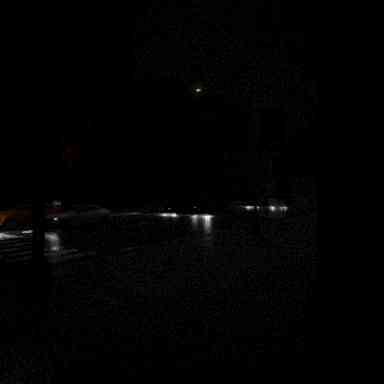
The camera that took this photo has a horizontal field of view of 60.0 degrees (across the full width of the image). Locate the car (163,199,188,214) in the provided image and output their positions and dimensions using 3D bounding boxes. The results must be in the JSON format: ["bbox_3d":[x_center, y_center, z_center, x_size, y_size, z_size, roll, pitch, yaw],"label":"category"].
[{"bbox_3d":[-1.107,1.454,34.533,1.994,1.385,4.181,0,0,35],"label":"car"}]

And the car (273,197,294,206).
[{"bbox_3d":[13.713,1.282,49.675,1.882,1.535,5.008,0,0,35],"label":"car"}]

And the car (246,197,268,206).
[{"bbox_3d":[9.769,1.374,49.778,1.994,1.385,4.181,0,0,36],"label":"car"}]

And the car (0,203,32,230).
[{"bbox_3d":[-10.451,1.435,21.329,1.882,1.535,5.008,0,0,35],"label":"car"}]

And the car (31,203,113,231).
[{"bbox_3d":[-7.016,1.472,20.542,1.812,1.442,4.674,0,0,35],"label":"car"}]

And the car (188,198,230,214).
[{"bbox_3d":[2.074,1.382,33.395,1.837,1.490,4.892,0,1,35],"label":"car"}]
